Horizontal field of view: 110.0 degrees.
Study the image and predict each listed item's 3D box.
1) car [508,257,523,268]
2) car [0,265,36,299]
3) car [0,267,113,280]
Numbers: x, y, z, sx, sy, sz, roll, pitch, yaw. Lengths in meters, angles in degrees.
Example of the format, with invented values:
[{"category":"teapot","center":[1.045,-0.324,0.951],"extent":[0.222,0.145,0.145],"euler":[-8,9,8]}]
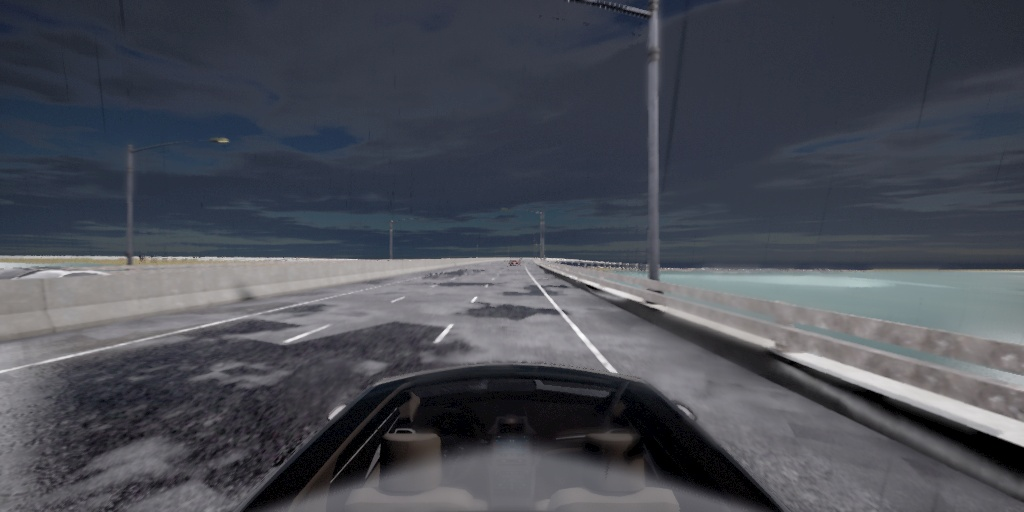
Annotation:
[{"category":"car","center":[0.456,0.918,55.725],"extent":[1.882,1.535,5.008],"euler":[0,0,1]},{"category":"car","center":[-24.515,1.203,15.248],"extent":[1.882,1.535,5.008],"euler":[0,0,1]},{"category":"car","center":[-17.534,1.259,13.876],"extent":[1.812,1.442,4.674],"euler":[0,0,1]}]
